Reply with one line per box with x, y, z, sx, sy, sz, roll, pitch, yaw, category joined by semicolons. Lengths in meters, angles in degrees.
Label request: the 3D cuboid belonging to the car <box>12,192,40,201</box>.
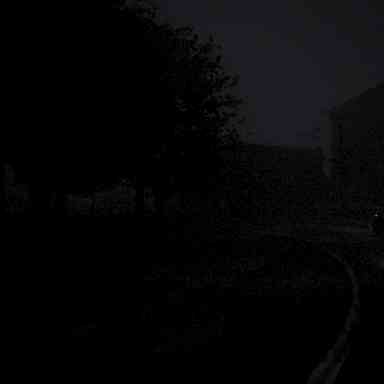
-38.317;1.120;77.061;5.566;2.045;2.435;0;0;-17;car

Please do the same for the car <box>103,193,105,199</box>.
-18.535;1.487;81.428;5.008;1.535;2.097;0;0;-17;car

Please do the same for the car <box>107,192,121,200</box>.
-15.166;1.454;70.695;4.553;1.767;2.185;0;0;-17;car

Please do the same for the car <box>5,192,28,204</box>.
-33.344;1.368;61.276;4.553;1.767;2.185;0;0;-17;car

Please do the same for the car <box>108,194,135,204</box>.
-13.614;1.630;65.486;4.792;1.488;2.163;0;0;-17;car

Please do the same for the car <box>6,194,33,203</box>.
-35.803;1.317;69.178;4.553;1.767;2.185;0;0;-17;car

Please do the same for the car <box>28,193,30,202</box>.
-34.201;1.479;63.903;5.008;1.535;2.097;0;0;-17;car

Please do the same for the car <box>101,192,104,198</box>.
-20.109;1.183;86.625;5.566;2.045;2.435;0;0;-17;car

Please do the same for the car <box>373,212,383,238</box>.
10.742;1.335;15.341;2.150;2.045;5.566;0;0;-1;car

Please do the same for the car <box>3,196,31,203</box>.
-35.012;1.501;66.537;4.674;1.452;2.002;0;0;-17;car

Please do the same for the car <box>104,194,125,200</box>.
-20.786;1.405;89.328;5.366;1.575;1.946;0;0;-17;car

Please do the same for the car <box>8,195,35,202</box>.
-36.660;1.423;71.805;4.892;1.521;2.231;0;0;-17;car

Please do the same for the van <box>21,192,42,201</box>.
-39.817;1.096;82.370;4.442;1.987;1.878;0;0;-17;van
